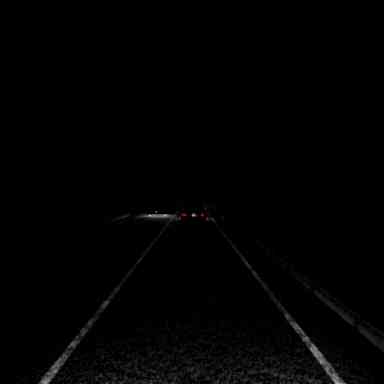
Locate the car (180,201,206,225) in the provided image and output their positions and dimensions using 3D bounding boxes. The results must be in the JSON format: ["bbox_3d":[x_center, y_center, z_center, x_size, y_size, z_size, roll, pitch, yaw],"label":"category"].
[{"bbox_3d":[0.096,1.625,24.908,2.033,1.411,5.357,0,0,0],"label":"car"}]

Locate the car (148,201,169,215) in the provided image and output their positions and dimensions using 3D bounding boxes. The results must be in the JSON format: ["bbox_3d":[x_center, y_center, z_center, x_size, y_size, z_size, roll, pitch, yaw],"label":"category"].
[{"bbox_3d":[-3.577,1.658,36.187,2.033,1.411,5.357,0,0,0],"label":"car"}]

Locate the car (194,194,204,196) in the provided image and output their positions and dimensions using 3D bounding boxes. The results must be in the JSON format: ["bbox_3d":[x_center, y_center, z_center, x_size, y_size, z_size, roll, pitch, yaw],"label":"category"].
[{"bbox_3d":[1.577,1.395,76.485,2.150,2.045,5.566,-1,0,14],"label":"car"}]

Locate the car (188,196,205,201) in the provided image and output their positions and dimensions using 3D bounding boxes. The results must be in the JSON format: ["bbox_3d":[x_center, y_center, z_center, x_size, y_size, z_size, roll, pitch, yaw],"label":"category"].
[{"bbox_3d":[0.255,1.616,42.762,2.128,1.511,4.902,0,0,2],"label":"car"}]
